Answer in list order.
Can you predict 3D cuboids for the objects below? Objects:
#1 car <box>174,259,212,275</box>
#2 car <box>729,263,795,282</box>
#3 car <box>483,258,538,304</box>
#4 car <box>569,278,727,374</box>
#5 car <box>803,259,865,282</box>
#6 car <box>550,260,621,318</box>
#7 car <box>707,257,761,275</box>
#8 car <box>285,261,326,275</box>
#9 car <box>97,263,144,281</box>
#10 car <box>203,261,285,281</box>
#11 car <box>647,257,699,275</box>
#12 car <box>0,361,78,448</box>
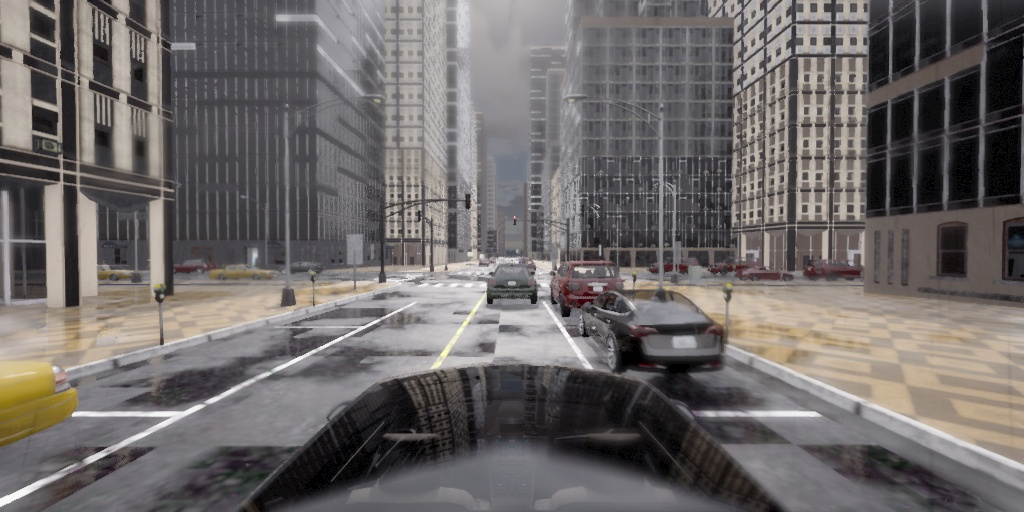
[{"bbox_3d":[-32.565,1.071,36.636,4.097,1.591,1.967,0,0,0],"label":"car"},{"bbox_3d":[20.181,1.411,28.689,4.207,1.307,1.802,0,0,0],"label":"car"},{"bbox_3d":[0.000,1.111,16.471,2.097,1.767,4.553,0,0,0],"label":"car"},{"bbox_3d":[2.565,1.312,7.372,1.948,1.339,4.313,0,0,0],"label":"car"},{"bbox_3d":[26.219,1.152,28.703,5.009,1.841,2.192,0,0,0],"label":"car"},{"bbox_3d":[2.565,1.060,13.020,2.192,1.841,5.009,0,0,0],"label":"car"},{"bbox_3d":[22.893,1.026,36.834,5.009,1.841,2.192,0,0,0],"label":"car"},{"bbox_3d":[-21.449,1.198,36.733,4.403,1.370,2.007,0,0,0],"label":"car"},{"bbox_3d":[-32.376,1.276,28.639,4.829,1.417,1.751,0,0,0],"label":"car"},{"bbox_3d":[-21.261,1.294,28.594,4.829,1.417,1.751,0,0,0],"label":"car"},{"bbox_3d":[16.561,1.017,36.820,5.009,1.841,2.192,0,0,0],"label":"car"},{"bbox_3d":[-5.316,1.274,1.520,1.751,1.417,4.829,0,0,0],"label":"car"}]
